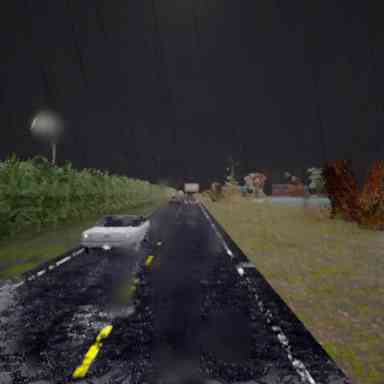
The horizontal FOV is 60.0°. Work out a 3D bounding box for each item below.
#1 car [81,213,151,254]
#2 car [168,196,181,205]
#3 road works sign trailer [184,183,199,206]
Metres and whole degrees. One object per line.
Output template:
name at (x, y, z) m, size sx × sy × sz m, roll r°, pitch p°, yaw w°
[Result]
car at (-2.860, 1.552, 13.368) m, size 1.895 × 1.301 × 4.718 m, roll 0°, pitch 0°, yaw 0°
car at (-2.852, 1.334, 53.773) m, size 1.882 × 1.535 × 5.008 m, roll 0°, pitch 0°, yaw 0°
road works sign trailer at (-0.035, 0.322, 53.141) m, size 2.380 × 3.560 × 2.880 m, roll 0°, pitch 0°, yaw 0°
